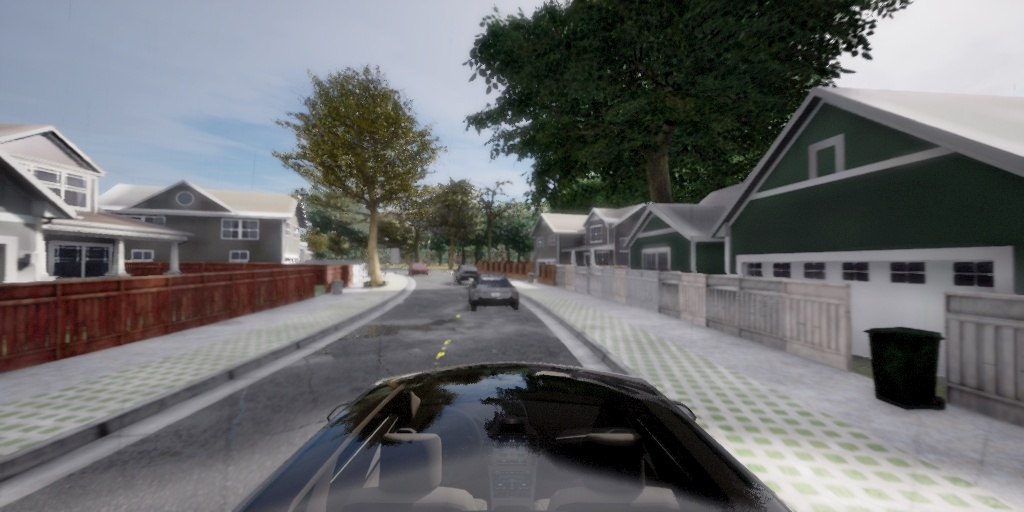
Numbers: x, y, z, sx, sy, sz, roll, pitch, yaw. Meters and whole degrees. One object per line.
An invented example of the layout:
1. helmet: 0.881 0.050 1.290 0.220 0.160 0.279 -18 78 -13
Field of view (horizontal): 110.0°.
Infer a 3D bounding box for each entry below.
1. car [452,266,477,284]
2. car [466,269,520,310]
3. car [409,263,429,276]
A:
1. car: -3.867 1.536 30.401 1.837 1.490 4.892 0 0 -16
2. car: -0.879 1.454 15.586 1.994 1.385 4.181 0 0 -8
3. car: -11.235 1.591 42.984 1.882 1.535 5.008 1 -1 -22
